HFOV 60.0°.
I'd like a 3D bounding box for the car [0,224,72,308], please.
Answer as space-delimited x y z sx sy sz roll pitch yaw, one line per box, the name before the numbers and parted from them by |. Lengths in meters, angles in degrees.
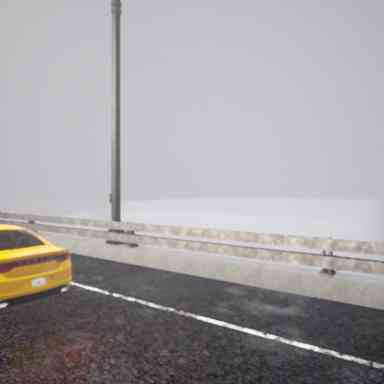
car | -4.762 1.461 7.431 5.008 1.535 1.882 0 0 36
